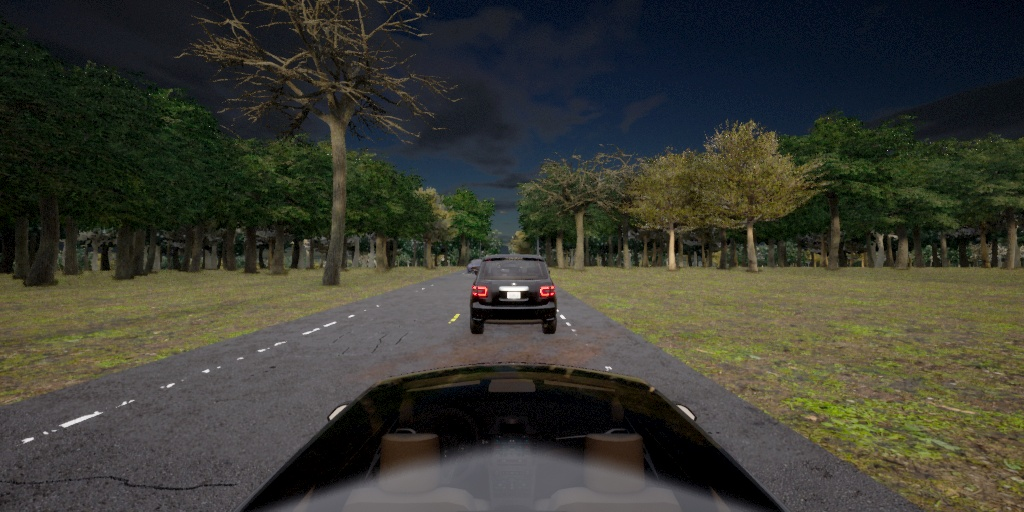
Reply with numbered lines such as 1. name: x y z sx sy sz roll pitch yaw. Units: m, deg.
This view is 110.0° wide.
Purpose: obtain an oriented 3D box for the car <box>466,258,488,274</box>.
1. car: -3.971 1.125 41.477 2.097 1.767 4.553 0 0 0

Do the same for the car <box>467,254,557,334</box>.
1. car: 0.016 0.976 10.748 2.150 2.045 5.566 0 0 -1
